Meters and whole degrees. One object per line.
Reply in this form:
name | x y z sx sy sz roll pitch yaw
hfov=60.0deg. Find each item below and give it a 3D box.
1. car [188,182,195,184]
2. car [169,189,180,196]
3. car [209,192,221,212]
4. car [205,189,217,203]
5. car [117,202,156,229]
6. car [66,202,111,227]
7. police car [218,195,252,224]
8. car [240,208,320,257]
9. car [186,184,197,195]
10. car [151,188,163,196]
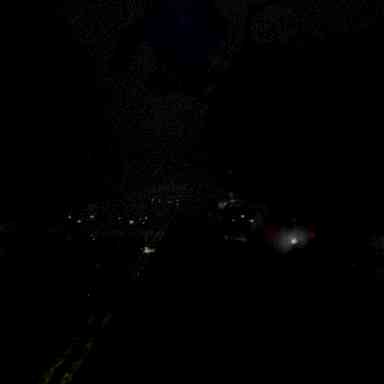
car | -0.077 -1.619 86.422 2.150 2.045 5.566 0 3 0
car | -3.338 0.106 62.294 1.895 1.301 4.718 0 3 1
car | 3.219 1.138 34.667 2.033 1.649 4.856 0 1 0
car | 3.209 0.815 45.651 1.882 1.535 5.008 0 2 0
car | -3.370 1.414 20.942 1.837 1.490 4.892 0 0 0
car | -6.620 1.429 21.824 1.812 1.442 4.674 0 0 0
police car | 3.228 1.313 23.793 1.930 1.638 5.238 0 0 0
car | 3.238 1.520 12.686 1.994 1.385 4.181 0 0 0
car | -0.060 -0.220 67.142 1.812 1.442 4.674 0 3 0
car | -6.586 0.023 63.147 1.994 1.385 4.181 0 3 1
